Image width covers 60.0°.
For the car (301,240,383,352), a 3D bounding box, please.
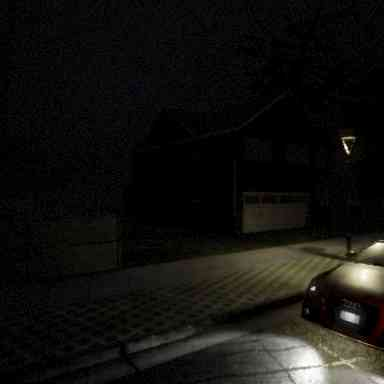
[{"bbox_3d":[3.823,1.561,5.798,4.181,1.385,1.994,0,0,-35],"label":"car"}]
